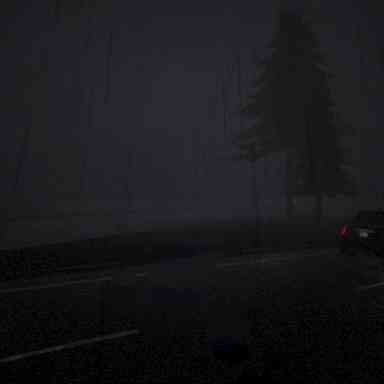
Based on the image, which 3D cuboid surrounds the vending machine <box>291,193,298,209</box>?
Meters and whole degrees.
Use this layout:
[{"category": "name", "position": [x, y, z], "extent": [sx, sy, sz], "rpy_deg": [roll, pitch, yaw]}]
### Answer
[{"category": "vending machine", "position": [13.401, 1.203, 43.495], "extent": [0.880, 2.100, 1.100], "rpy_deg": [0, 0, 11]}]

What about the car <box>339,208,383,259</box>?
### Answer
[{"category": "car", "position": [7.287, 1.355, 11.352], "extent": [4.553, 1.767, 2.097], "rpy_deg": [0, 0, -26]}]
